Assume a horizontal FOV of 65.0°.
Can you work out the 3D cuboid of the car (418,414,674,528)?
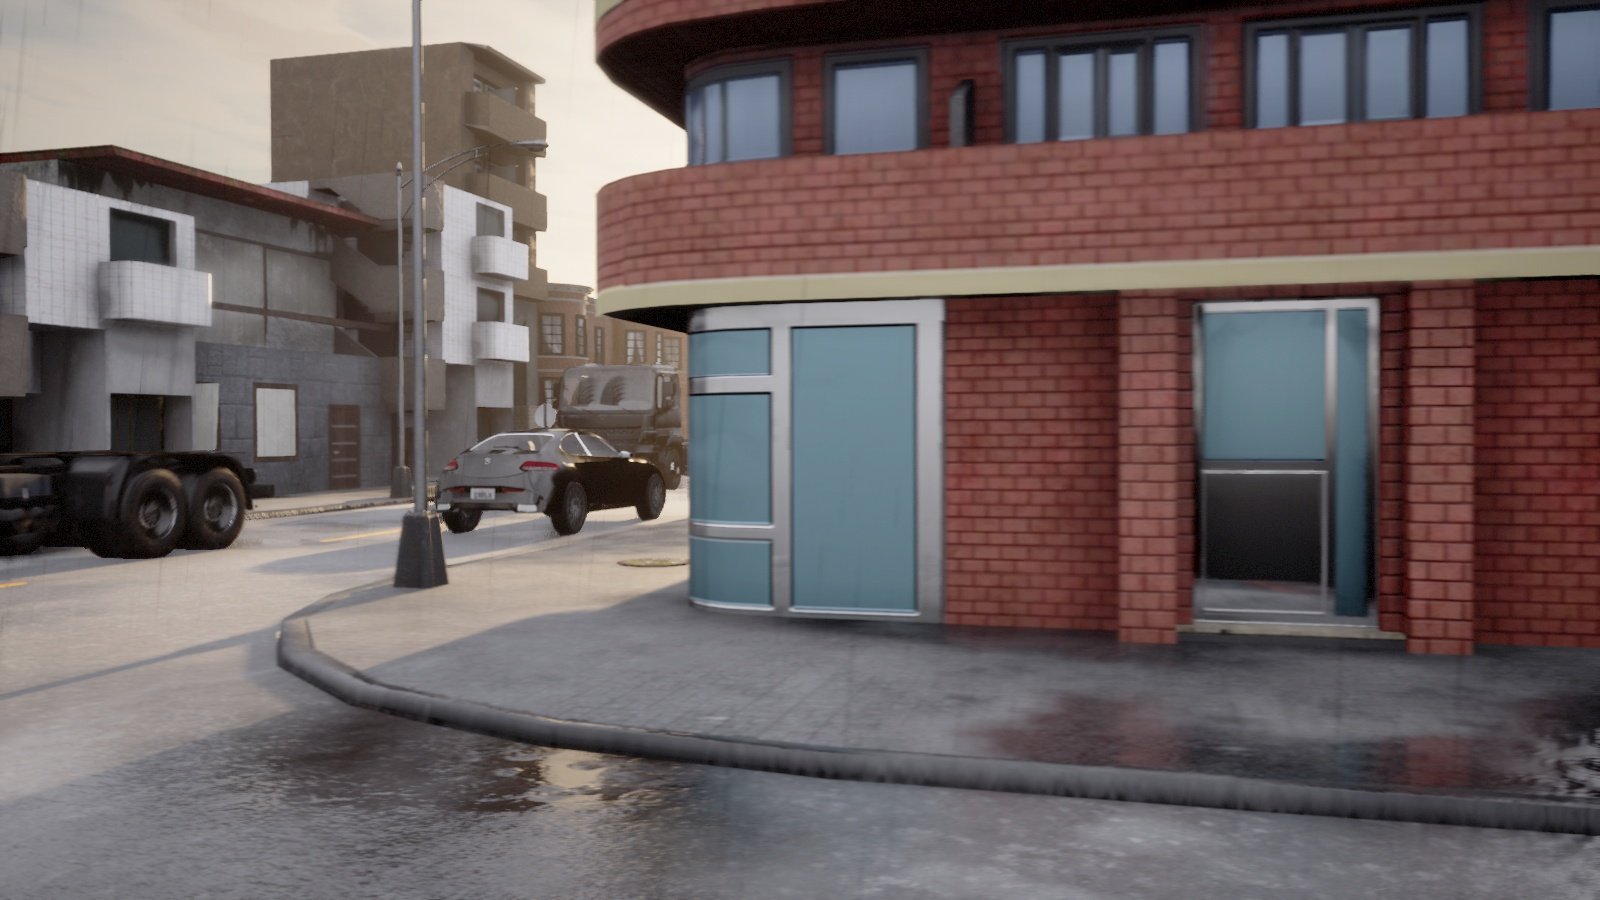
[{"bbox_3d":[-4.021,0.268,20.938,2.152,1.651,5.027,0,1,15],"label":"car"}]

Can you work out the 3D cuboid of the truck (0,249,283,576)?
[{"bbox_3d":[-9.703,-0.415,14.465,2.891,3.462,7.936,0,1,13],"label":"truck"}]

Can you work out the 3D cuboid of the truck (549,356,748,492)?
[{"bbox_3d":[-4.070,-0.725,36.005,2.891,3.462,7.936,0,1,15],"label":"truck"}]
